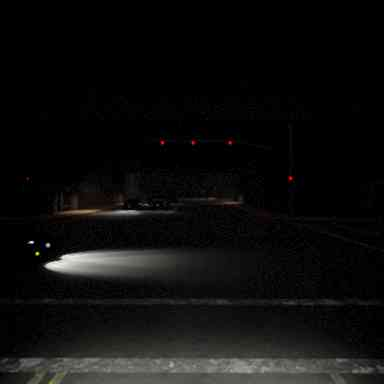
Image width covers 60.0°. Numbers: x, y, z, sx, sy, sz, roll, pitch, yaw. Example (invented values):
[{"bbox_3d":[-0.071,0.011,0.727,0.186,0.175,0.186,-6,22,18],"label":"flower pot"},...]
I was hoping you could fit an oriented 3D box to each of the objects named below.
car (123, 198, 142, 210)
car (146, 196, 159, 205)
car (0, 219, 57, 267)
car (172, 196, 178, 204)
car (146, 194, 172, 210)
[{"bbox_3d":[-7.622,1.514,43.075,2.128,1.511,4.902,0,0,1],"label":"car"},{"bbox_3d":[-7.401,1.539,62.760,1.837,1.490,4.892,0,0,1],"label":"car"},{"bbox_3d":[-6.717,1.570,10.902,4.181,1.385,1.994,0,0,0],"label":"car"},{"bbox_3d":[-3.851,1.560,66.404,1.812,1.442,4.674,0,0,1],"label":"car"},{"bbox_3d":[-4.126,1.243,42.761,2.150,2.045,5.566,0,0,1],"label":"car"}]
